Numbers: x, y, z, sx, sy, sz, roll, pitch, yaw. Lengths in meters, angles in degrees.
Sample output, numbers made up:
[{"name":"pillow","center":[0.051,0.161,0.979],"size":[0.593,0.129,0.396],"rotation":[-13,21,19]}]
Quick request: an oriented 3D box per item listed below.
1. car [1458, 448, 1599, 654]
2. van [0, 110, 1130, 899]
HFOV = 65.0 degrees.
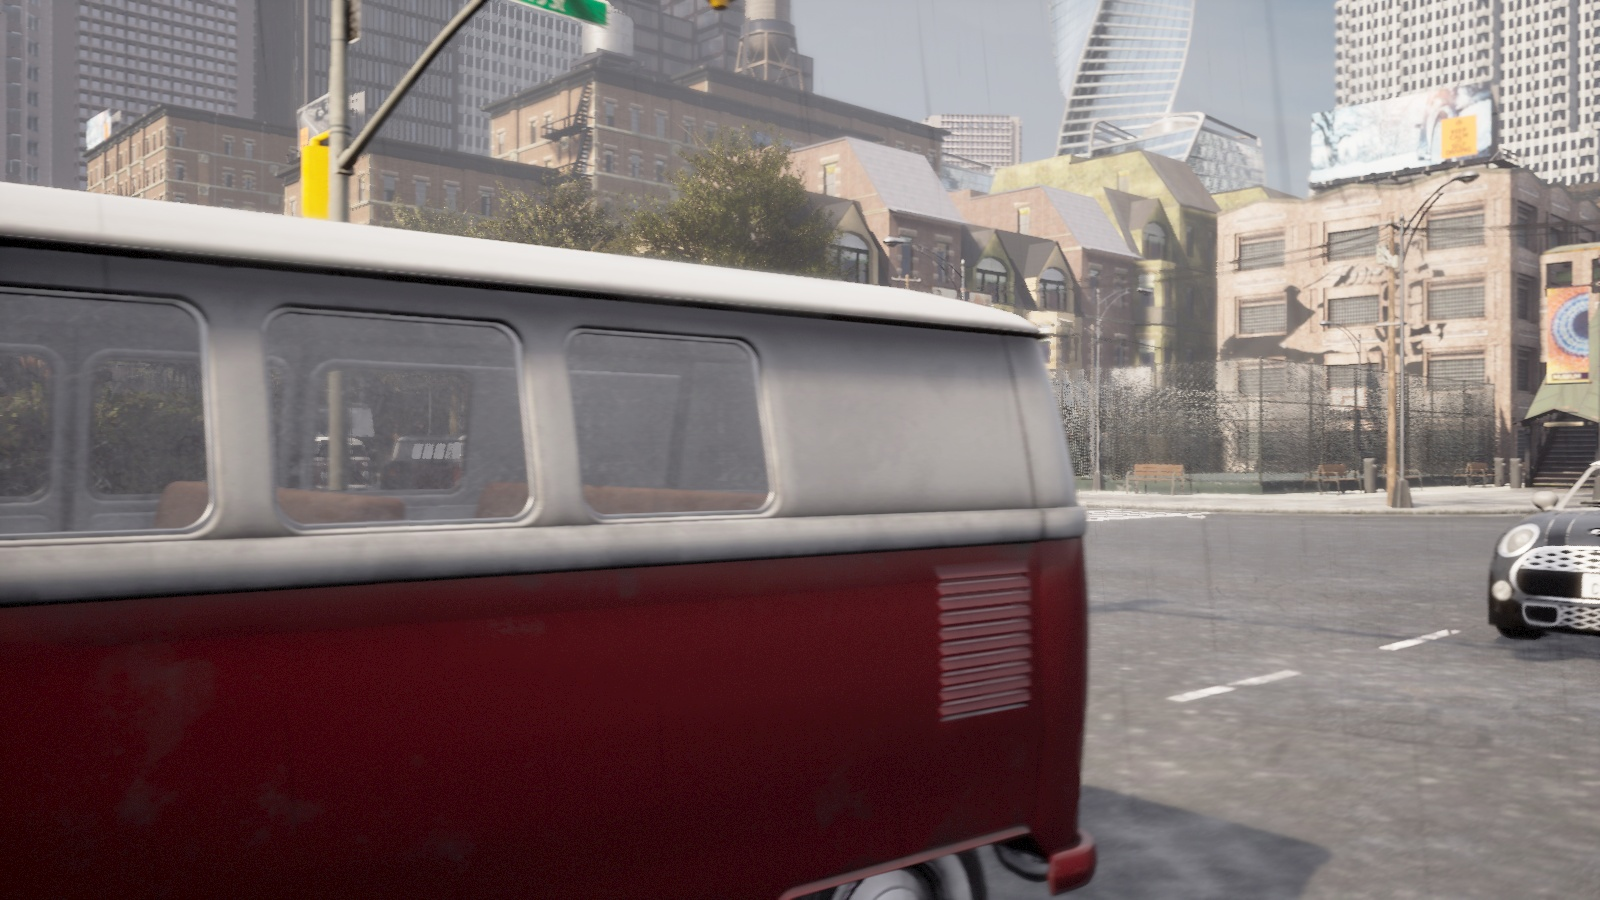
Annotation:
[{"name":"car","center":[7.162,0.725,10.294],"size":[3.806,1.475,1.970],"rotation":[0,0,-43]},{"name":"van","center":[-1.393,0.509,2.724],"size":[4.442,1.987,1.775],"rotation":[0,0,-39]}]
